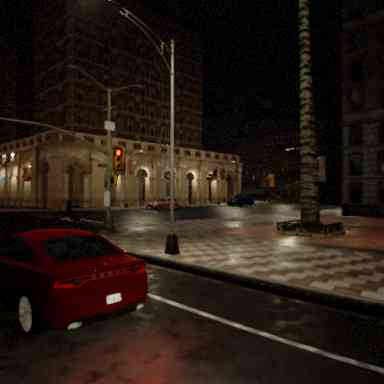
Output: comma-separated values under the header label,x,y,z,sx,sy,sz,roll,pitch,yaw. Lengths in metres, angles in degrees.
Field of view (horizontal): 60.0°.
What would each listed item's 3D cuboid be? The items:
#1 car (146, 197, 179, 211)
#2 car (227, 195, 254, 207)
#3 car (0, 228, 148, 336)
label,x,y,z,sx,sy,sz,roll,pitch,yaw
car,-3.843,1.479,43.548,2.097,1.767,4.553,0,0,44
car,8.208,1.450,55.923,2.150,2.045,5.566,0,0,44
car,-2.973,1.488,6.871,5.008,1.535,1.882,0,0,44
